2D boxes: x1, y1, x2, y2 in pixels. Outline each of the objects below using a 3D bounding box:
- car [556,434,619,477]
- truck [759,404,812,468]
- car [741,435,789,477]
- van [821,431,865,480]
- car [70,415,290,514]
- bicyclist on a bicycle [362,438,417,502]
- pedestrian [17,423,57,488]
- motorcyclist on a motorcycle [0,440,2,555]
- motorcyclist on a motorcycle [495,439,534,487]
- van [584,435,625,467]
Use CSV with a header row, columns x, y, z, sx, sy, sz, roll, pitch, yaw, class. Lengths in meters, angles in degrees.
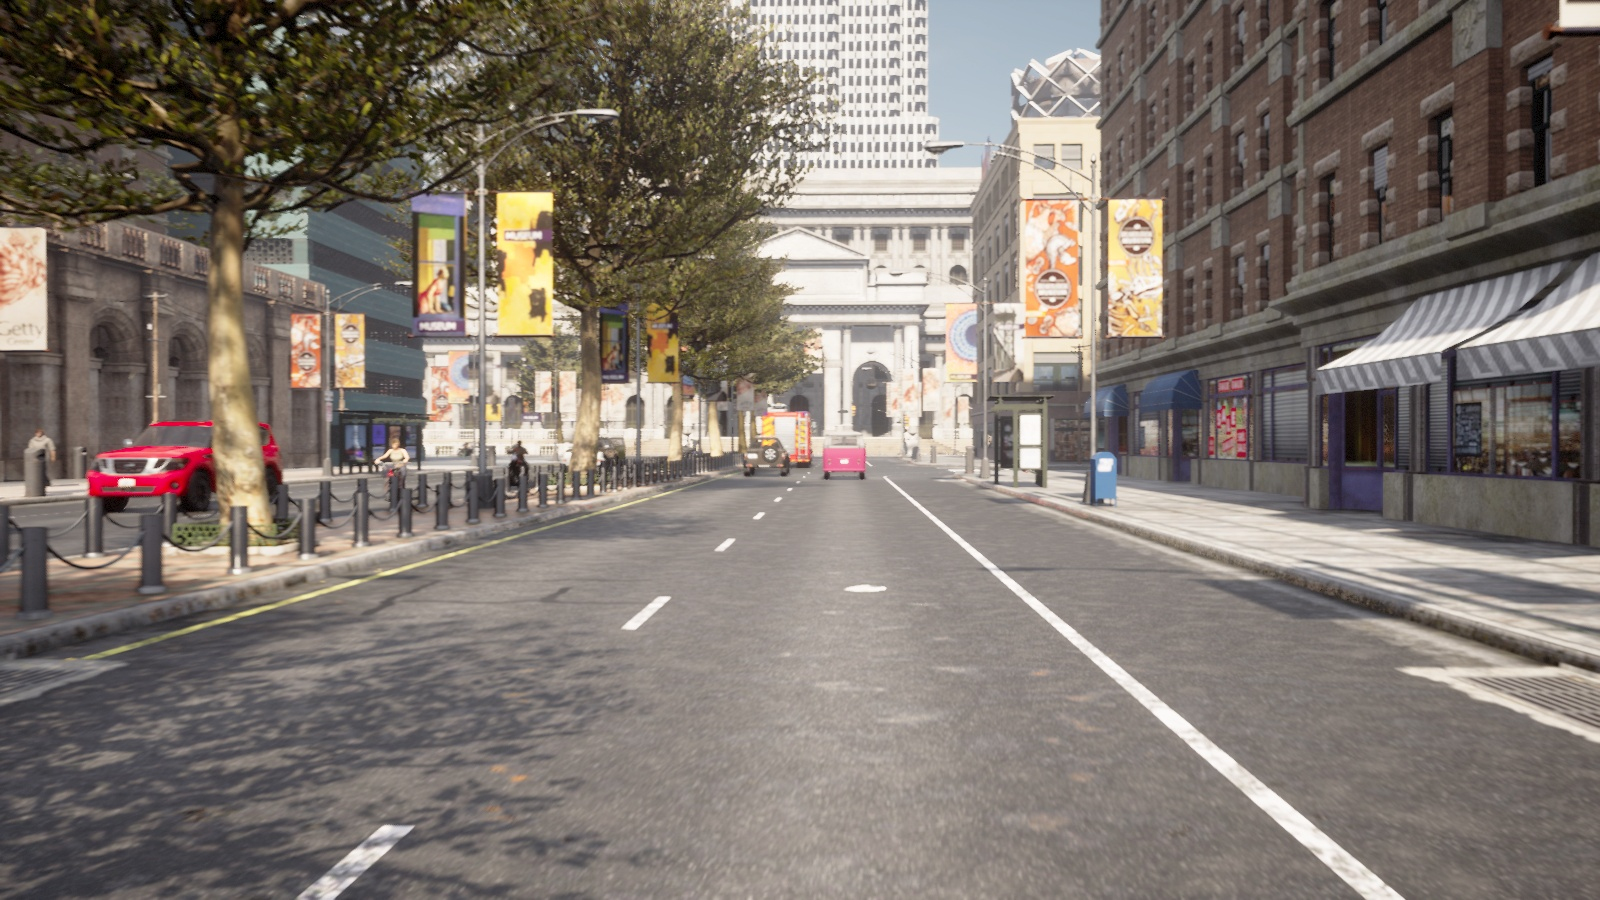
x,y,z,sx,sy,sz,roll,pitch,yaw,class
-9.564,0.232,56.943,1.932,1.855,4.605,0,0,2,car
-0.821,-0.863,78.744,2.891,3.827,8.468,0,0,2,truck
-1.548,0.238,57.282,1.932,1.855,4.605,0,0,2,car
1.812,0.203,52.789,1.775,1.987,4.442,0,0,2,van
-14.016,0.288,28.857,2.150,2.045,5.566,0,0,2,car
-10.415,0.492,31.939,0.866,1.612,1.509,0,0,2,bicyclist on a bicycle
-23.063,0.165,37.980,0.659,1.952,0.873,0,0,2,pedestrian
-10.963,0.629,15.569,0.797,1.523,2.044,0,0,2,motorcyclist on a motorcycle
-9.998,0.437,44.110,0.766,1.649,2.350,0,0,2,motorcyclist on a motorcycle
-12.312,0.039,79.242,1.775,1.987,4.442,0,0,2,van
